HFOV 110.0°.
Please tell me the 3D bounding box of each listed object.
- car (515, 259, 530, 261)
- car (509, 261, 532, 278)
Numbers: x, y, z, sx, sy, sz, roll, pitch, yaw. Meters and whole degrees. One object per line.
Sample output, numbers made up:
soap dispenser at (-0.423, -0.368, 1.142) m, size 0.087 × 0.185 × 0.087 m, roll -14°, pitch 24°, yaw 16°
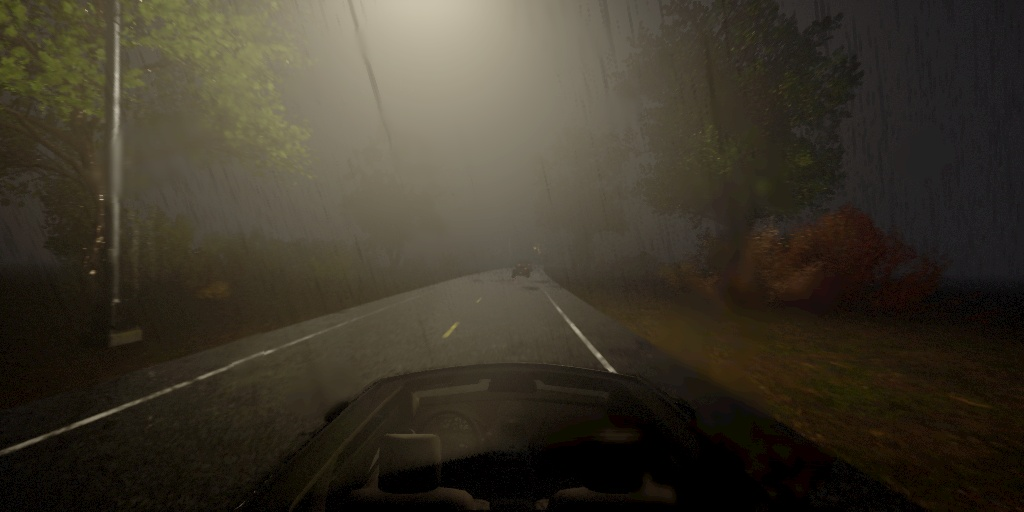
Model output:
car at (2.088, 1.519, 58.021) m, size 2.150 × 2.045 × 5.566 m, roll 0°, pitch 0°, yaw 4°
car at (1.041, 1.589, 40.011) m, size 2.128 × 1.511 × 4.902 m, roll 0°, pitch -1°, yaw 3°
